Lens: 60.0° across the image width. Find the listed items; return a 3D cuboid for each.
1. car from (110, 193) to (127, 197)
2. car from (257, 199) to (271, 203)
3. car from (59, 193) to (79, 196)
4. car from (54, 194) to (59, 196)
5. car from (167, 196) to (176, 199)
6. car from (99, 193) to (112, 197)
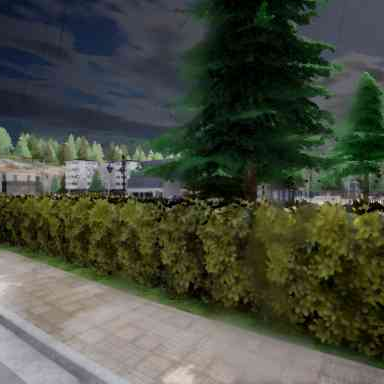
[{"bbox_3d":[-10.575,1.384,52.759,1.970,1.475,3.806,0,0,43],"label":"car"},{"bbox_3d":[9.635,1.352,44.226,2.097,1.767,4.553,0,0,43],"label":"car"},{"bbox_3d":[-28.369,1.153,79.486,2.152,1.636,5.027,0,0,43],"label":"car"},{"bbox_3d":[-33.247,1.231,83.668,1.970,1.475,3.806,0,0,43],"label":"car"},{"bbox_3d":[-3.306,1.373,56.091,1.845,1.501,3.633,0,0,43],"label":"car"},{"bbox_3d":[-16.694,1.097,68.980,1.932,1.855,4.605,0,0,43],"label":"car"}]
